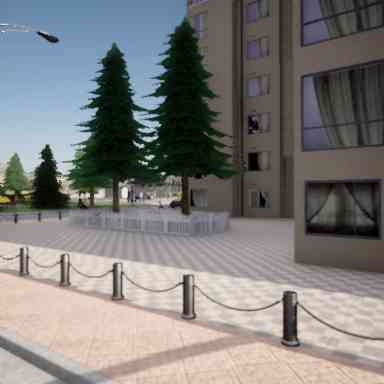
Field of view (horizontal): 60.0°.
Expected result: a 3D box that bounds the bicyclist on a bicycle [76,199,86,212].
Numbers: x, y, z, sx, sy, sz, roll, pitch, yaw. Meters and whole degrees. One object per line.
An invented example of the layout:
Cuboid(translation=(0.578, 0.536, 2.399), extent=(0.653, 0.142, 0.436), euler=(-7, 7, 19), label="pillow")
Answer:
Cuboid(translation=(-9.689, 1.403, 29.028), extent=(1.656, 1.620, 0.582), euler=(-1, 0, 35), label="bicyclist on a bicycle")

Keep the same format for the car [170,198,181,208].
Cuboid(translation=(-1.192, 1.628, 47.856), extent=(1.837, 1.490, 4.892), euler=(0, 0, 35), label="car")
